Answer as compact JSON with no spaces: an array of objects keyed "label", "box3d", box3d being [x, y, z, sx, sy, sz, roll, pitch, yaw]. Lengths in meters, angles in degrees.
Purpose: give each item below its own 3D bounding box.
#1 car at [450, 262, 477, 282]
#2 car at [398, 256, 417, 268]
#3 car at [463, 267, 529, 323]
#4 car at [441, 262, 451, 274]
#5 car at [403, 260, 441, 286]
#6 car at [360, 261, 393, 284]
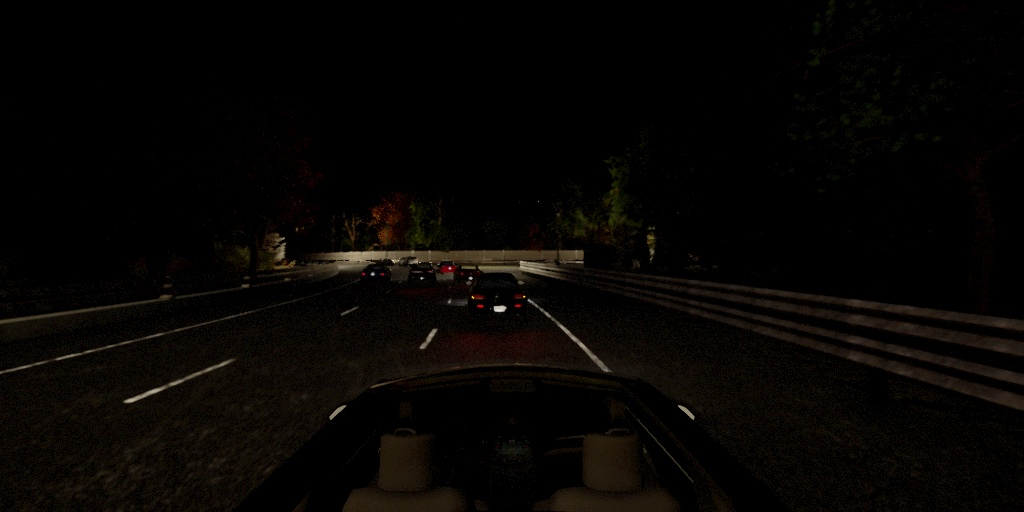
[{"label":"car","box3d":[-3.605,1.353,28.737,1.895,1.301,4.718,0,0,-14]},{"label":"car","box3d":[-18.029,1.007,62.172,2.150,2.045,5.566,0,0,-31]},{"label":"car","box3d":[-0.556,1.274,12.069,1.812,1.442,4.674,0,0,-5]},{"label":"car","box3d":[-7.551,1.324,41.361,1.994,1.385,4.181,0,0,-21]},{"label":"car","box3d":[-6.472,1.254,25.944,2.128,1.511,4.902,0,0,-13]},{"label":"car","box3d":[-10.369,1.321,27.499,2.033,1.411,5.357,0,0,-15]}]
